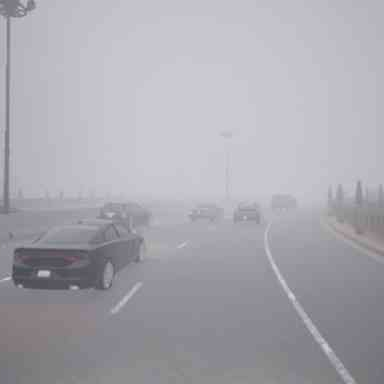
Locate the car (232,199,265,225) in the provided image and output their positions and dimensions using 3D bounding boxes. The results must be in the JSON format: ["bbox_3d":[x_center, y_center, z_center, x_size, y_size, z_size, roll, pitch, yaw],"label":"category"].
[{"bbox_3d":[4.287,1.522,24.738,2.128,1.511,4.902,0,0,17],"label":"car"}]

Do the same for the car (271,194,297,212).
[{"bbox_3d":[11.317,1.294,40.802,2.150,2.045,5.566,0,0,29],"label":"car"}]

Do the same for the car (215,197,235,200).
[{"bbox_3d":[6.579,1.709,59.133,1.812,1.442,4.674,0,0,37],"label":"car"}]

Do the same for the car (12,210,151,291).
[{"bbox_3d":[-2.692,1.479,9.099,1.882,1.535,5.008,0,0,6],"label":"car"}]

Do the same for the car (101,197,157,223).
[{"bbox_3d":[-4.090,1.370,20.725,2.097,1.767,4.553,0,0,13],"label":"car"}]

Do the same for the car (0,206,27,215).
[{"bbox_3d":[-11.638,1.571,20.011,1.994,1.385,4.181,0,0,13],"label":"car"}]

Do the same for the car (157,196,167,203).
[{"bbox_3d":[-5.903,1.504,53.159,2.097,1.767,4.553,0,-1,31],"label":"car"}]

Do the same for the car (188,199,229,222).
[{"bbox_3d":[1.302,1.582,27.091,2.033,1.411,5.357,0,0,19],"label":"car"}]

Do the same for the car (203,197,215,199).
[{"bbox_3d":[2.989,1.684,60.192,2.128,1.511,4.902,0,0,37],"label":"car"}]
